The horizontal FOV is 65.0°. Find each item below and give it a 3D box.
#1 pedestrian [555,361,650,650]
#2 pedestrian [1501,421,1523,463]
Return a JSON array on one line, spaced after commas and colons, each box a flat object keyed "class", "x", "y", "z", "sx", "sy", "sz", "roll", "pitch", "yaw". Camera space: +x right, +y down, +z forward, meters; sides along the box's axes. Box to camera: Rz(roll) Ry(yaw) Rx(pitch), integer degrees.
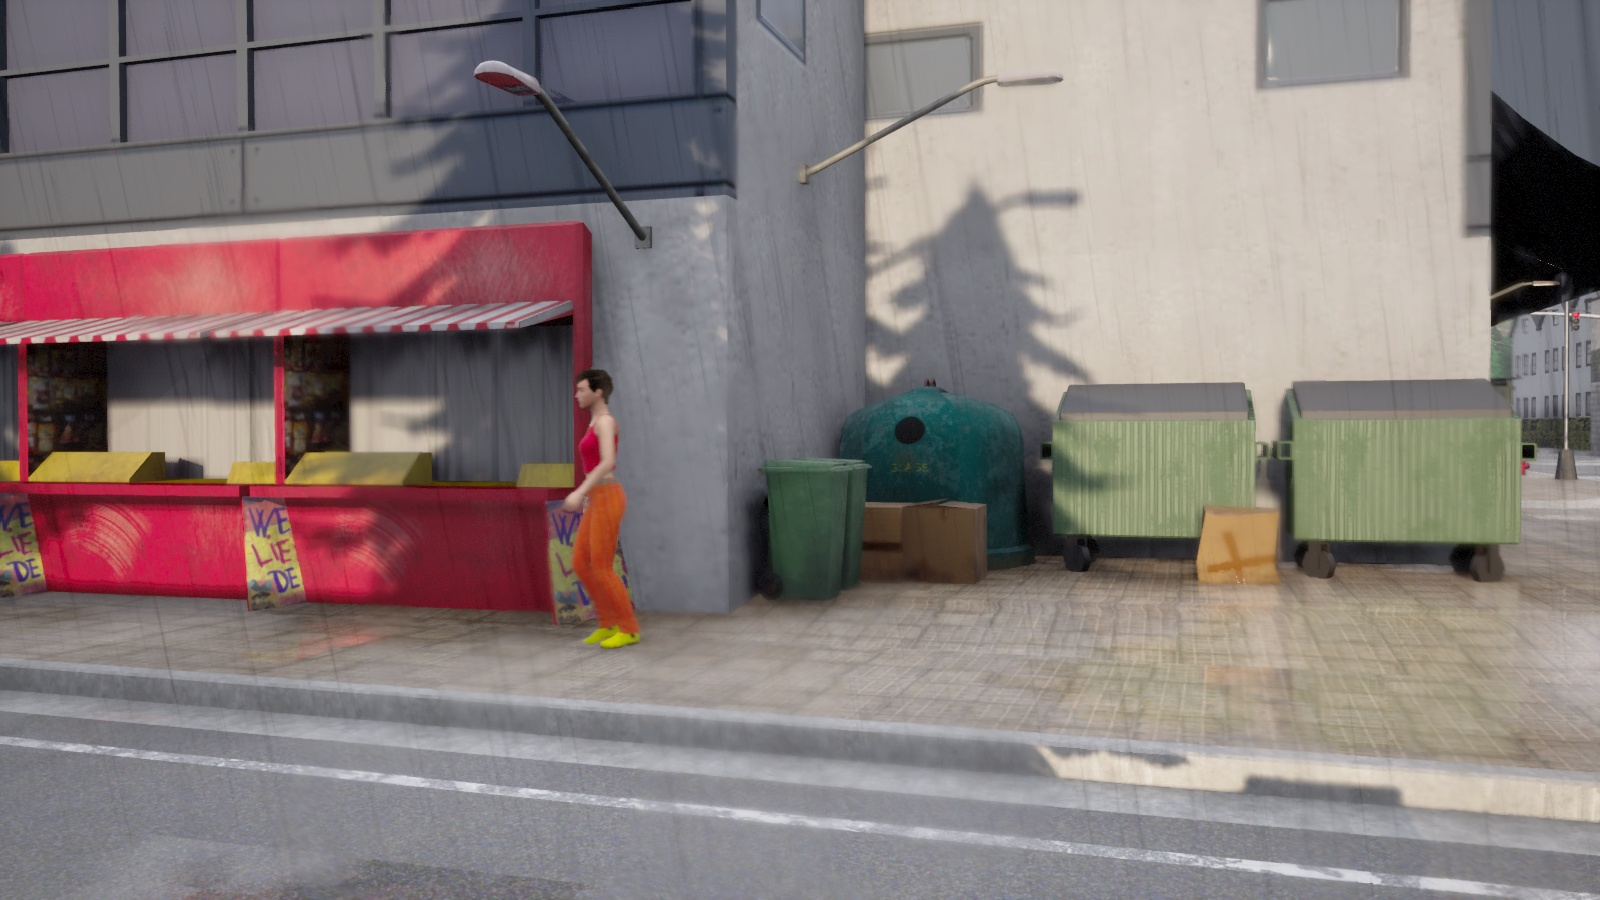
[{"class": "pedestrian", "x": -1.295, "y": 0.350, "z": 8.191, "sx": 0.594, "sy": 1.836, "sz": 0.345, "roll": 0, "pitch": 1, "yaw": -12}, {"class": "pedestrian", "x": 33.223, "y": -0.366, "z": 58.592, "sx": 0.788, "sy": 1.949, "sz": 0.423, "roll": 0, "pitch": 1, "yaw": 3}]
